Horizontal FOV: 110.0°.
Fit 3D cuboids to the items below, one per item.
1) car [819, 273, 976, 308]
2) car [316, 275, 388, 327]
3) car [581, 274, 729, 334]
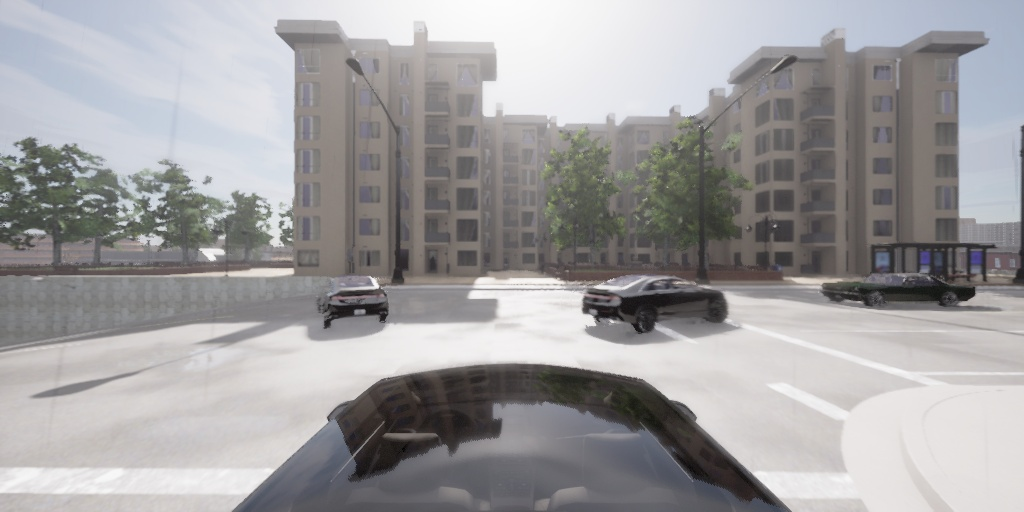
[{"bbox_3d":[15.755,1.383,14.882,4.718,1.301,1.895,0,0,1],"label":"car"},{"bbox_3d":[-5.639,1.423,12.554,2.128,1.511,4.902,0,0,-30],"label":"car"},{"bbox_3d":[4.412,1.297,10.871,4.902,1.511,2.128,-1,-1,-26],"label":"car"}]
